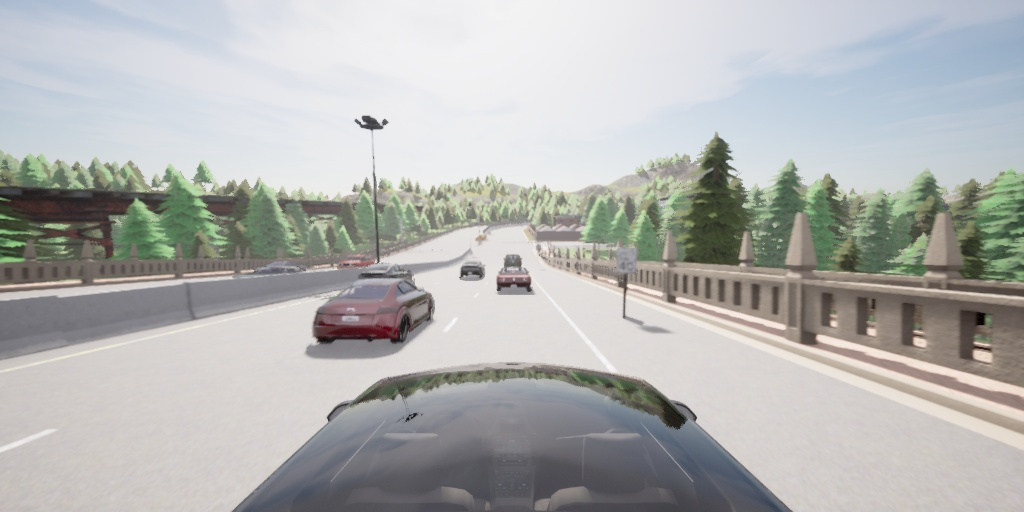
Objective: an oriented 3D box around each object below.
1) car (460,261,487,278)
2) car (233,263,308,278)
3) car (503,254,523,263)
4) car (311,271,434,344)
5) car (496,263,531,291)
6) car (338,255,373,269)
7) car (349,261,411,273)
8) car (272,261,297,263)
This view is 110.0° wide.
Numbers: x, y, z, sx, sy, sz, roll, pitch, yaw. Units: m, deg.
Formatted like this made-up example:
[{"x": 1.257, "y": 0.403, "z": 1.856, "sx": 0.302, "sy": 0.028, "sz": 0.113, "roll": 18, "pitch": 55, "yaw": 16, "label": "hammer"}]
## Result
[{"x": -3.396, "y": 1.133, "z": 31.446, "sx": 1.837, "sy": 1.490, "sz": 4.892, "roll": 0, "pitch": 0, "yaw": 0, "label": "car"}, {"x": -14.018, "y": 1.272, "z": 21.271, "sx": 1.895, "sy": 1.301, "sz": 4.718, "roll": 0, "pitch": 0, "yaw": 0, "label": "car"}, {"x": 0.106, "y": 0.794, "z": 44.268, "sx": 2.150, "sy": 2.045, "sz": 5.566, "roll": 0, "pitch": 0, "yaw": 0, "label": "car"}, {"x": -3.399, "y": 1.284, "z": 9.552, "sx": 1.994, "sy": 1.385, "sz": 4.181, "roll": 0, "pitch": 0, "yaw": 0, "label": "car"}, {"x": 0.104, "y": 1.273, "z": 21.120, "sx": 1.895, "sy": 1.301, "sz": 4.718, "roll": 0, "pitch": 0, "yaw": 0, "label": "car"}, {"x": -17.494, "y": 0.916, "z": 40.517, "sx": 2.150, "sy": 2.045, "sz": 5.566, "roll": 0, "pitch": 0, "yaw": 0, "label": "car"}, {"x": -6.897, "y": 1.181, "z": 19.955, "sx": 1.837, "sy": 1.490, "sz": 4.892, "roll": 0, "pitch": 0, "yaw": 0, "label": "car"}, {"x": -20.993, "y": 1.169, "z": 32.852, "sx": 2.033, "sy": 1.411, "sz": 5.357, "roll": 0, "pitch": 0, "yaw": 0, "label": "car"}]
